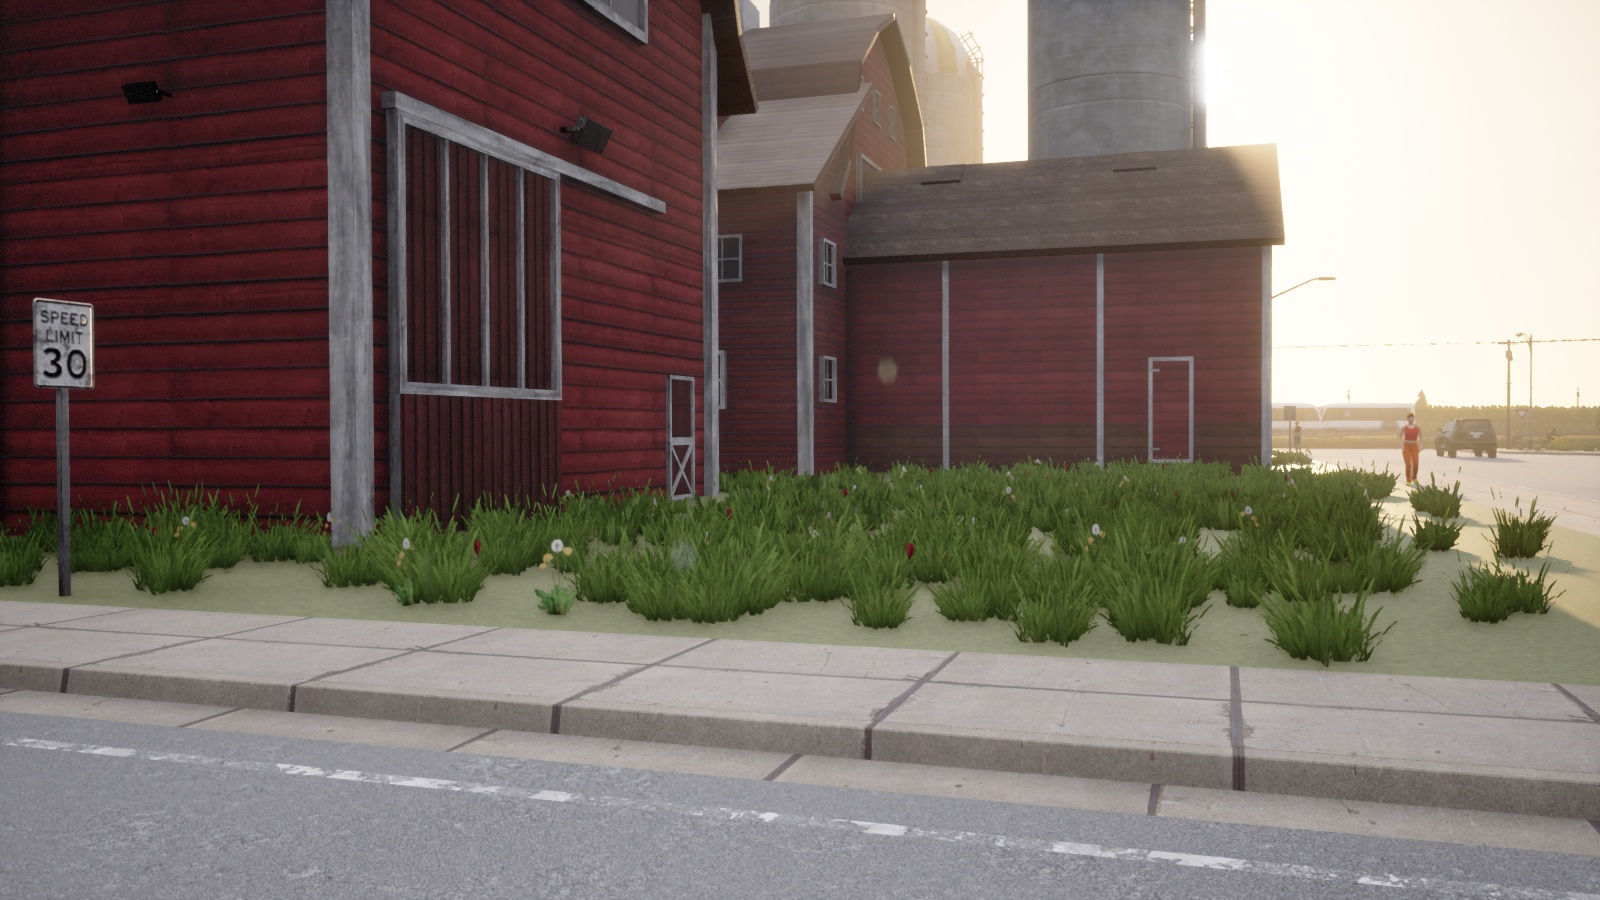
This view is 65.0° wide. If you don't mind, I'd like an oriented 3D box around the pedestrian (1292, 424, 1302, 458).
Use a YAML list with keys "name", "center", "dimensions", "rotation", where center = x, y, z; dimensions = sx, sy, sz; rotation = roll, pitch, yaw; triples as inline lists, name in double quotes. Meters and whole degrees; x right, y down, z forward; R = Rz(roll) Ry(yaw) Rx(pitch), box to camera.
- name: "pedestrian"
  center: [26.997, -0.508, 68.159]
  dimensions: [0.345, 1.836, 0.594]
  rotation: [0, 1, 6]

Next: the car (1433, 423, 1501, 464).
- name: "car"
  center: [34.777, -0.375, 65.643]
  dimensions: [2.150, 2.045, 5.566]
  rotation: [1, 1, 18]

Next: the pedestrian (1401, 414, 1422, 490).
- name: "pedestrian"
  center: [14.859, 0.049, 30.517]
  dimensions: [0.345, 1.836, 0.594]
  rotation: [1, 1, 18]

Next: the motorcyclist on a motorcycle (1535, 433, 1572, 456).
- name: "motorcyclist on a motorcycle"
  center: [51.101, -0.363, 85.186]
  dimensions: [2.044, 1.523, 0.797]
  rotation: [0, 1, 18]
